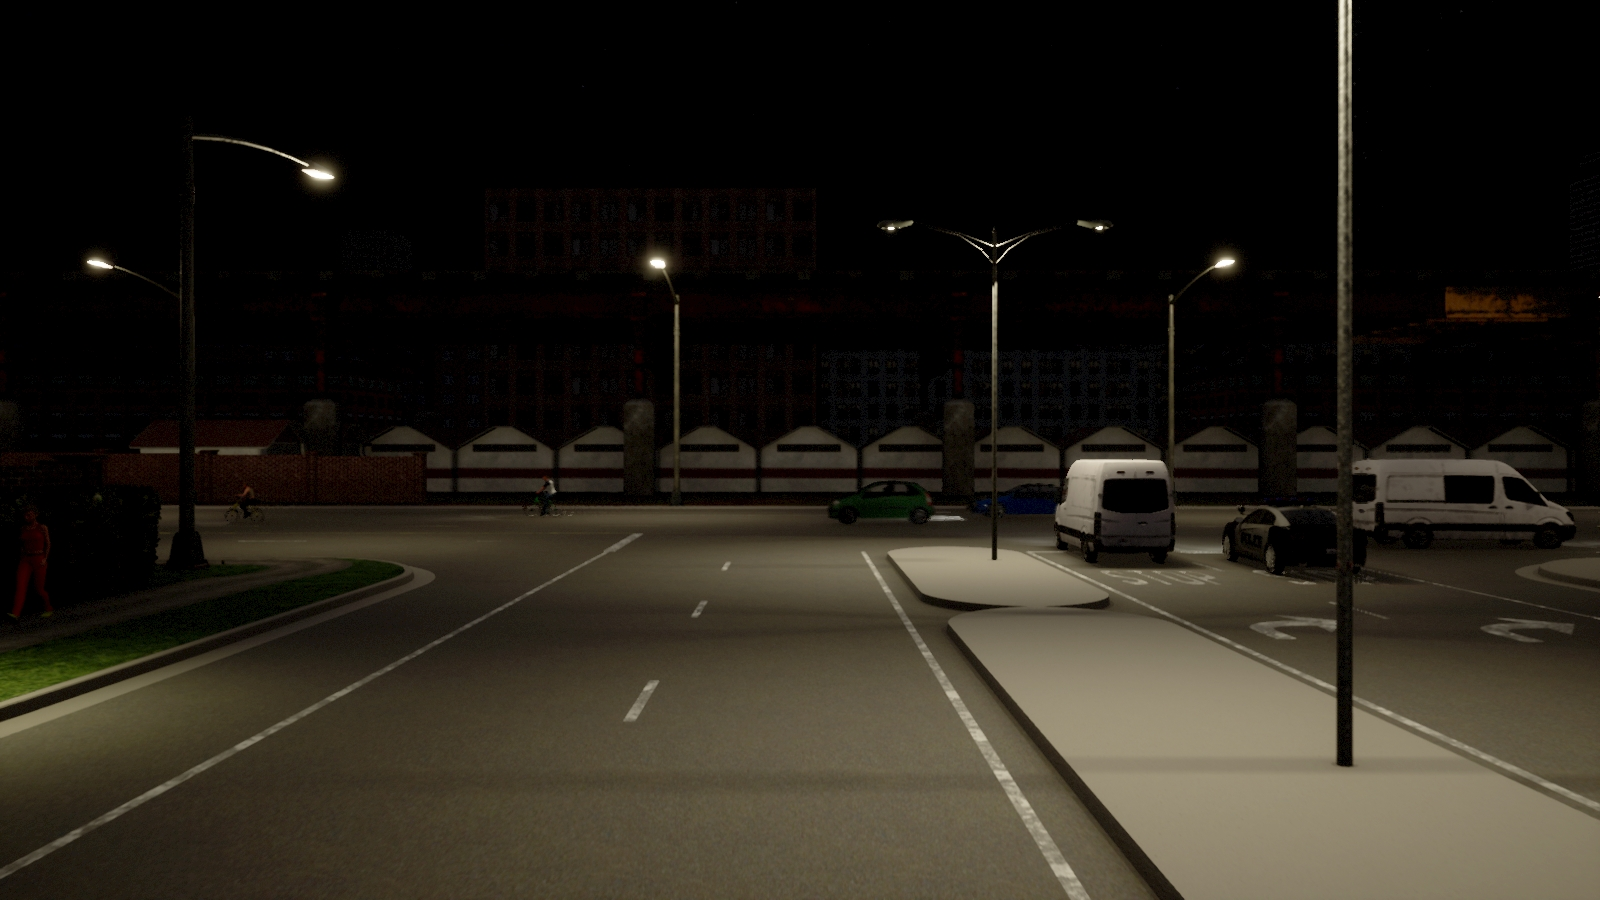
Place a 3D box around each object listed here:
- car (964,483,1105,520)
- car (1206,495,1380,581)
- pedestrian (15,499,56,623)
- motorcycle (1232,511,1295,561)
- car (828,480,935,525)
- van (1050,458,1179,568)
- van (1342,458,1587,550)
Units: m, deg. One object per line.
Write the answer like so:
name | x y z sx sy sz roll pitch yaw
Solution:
car | 9.593 2.102 47.054 5.357 1.411 2.033 0 0 0
car | 11.495 1.981 27.116 2.097 1.638 5.238 0 0 3
pedestrian | -11.734 1.691 17.548 0.375 1.860 0.375 0 0 0
motorcycle | 11.991 2.211 29.629 0.803 1.145 2.033 0 0 0
car | 3.065 1.995 43.573 3.988 1.617 1.851 0 0 0
van | 8.167 1.533 30.270 1.988 2.561 5.915 0 0 2
van | 19.112 1.534 33.024 5.915 2.561 1.988 0 0 0
